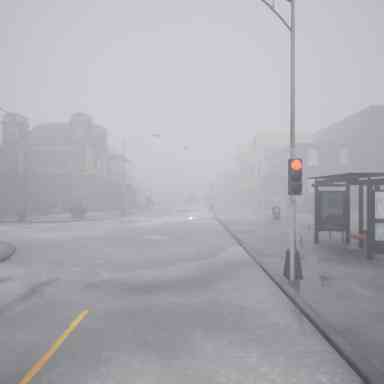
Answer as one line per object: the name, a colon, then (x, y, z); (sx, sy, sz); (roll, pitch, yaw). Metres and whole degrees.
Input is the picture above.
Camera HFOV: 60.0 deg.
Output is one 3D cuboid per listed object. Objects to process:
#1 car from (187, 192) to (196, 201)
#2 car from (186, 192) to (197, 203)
car: (-0.100, 1.056, 77.254); (2.150, 2.045, 5.566); (0, 0, 0)
car: (-0.087, 1.351, 67.190); (2.097, 1.767, 4.553); (0, 0, 0)
